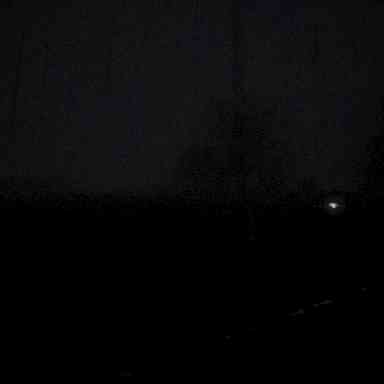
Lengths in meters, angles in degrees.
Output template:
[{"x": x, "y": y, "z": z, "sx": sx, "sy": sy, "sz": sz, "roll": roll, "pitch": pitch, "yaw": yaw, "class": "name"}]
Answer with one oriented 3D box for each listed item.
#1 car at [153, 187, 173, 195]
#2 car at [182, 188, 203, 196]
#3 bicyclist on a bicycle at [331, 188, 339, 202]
[{"x": -5.856, "y": -0.221, "z": 66.132, "sx": 2.033, "sy": 1.411, "sz": 5.357, "roll": -2, "pitch": 2, "yaw": -35, "class": "car"}, {"x": 0.044, "y": -0.024, "z": 57.923, "sx": 1.812, "sy": 1.442, "sz": 4.674, "roll": -2, "pitch": 2, "yaw": -35, "class": "car"}, {"x": 16.989, "y": 0.375, "z": 39.387, "sx": 1.656, "sy": 1.620, "sz": 0.582, "roll": -1, "pitch": 2, "yaw": -35, "class": "bicyclist on a bicycle"}]
